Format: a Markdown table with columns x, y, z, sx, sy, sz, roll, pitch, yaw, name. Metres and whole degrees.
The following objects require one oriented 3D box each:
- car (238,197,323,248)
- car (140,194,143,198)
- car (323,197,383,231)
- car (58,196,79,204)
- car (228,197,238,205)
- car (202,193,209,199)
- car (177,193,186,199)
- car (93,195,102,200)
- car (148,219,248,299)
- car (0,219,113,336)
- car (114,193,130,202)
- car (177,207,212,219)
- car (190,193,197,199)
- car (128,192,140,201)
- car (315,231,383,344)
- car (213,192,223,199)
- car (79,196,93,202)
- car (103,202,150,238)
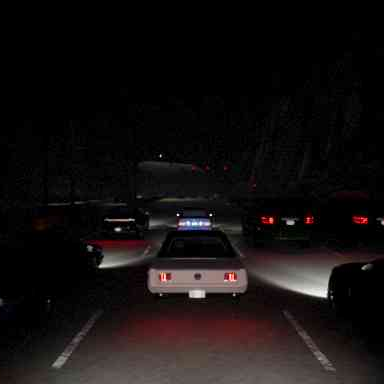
| x | y | z | sx | sy | sz | roll | pitch | yaw | name |
| --- | --- | --- | --- | --- | --- | --- | --- | --- | --- |
| 3.616 | 1.221 | 14.869 | 2.150 | 2.045 | 5.566 | 0 | 0 | 0 | car |
| -13.690 | 1.335 | 84.887 | 1.812 | 1.442 | 4.674 | 0 | 1 | 1 | car |
| 7.115 | 1.221 | 14.902 | 2.150 | 2.045 | 5.566 | 0 | 0 | 0 | car |
| -24.379 | 1.436 | 64.684 | 1.882 | 1.535 | 5.008 | 0 | 0 | 0 | car |
| 7.366 | 1.543 | 56.829 | 2.033 | 1.411 | 5.357 | 0 | 0 | -2 | car |
| 3.890 | 1.217 | 93.169 | 2.128 | 1.511 | 4.902 | 0 | 1 | 1 | car |
| -3.110 | 1.170 | 93.230 | 1.882 | 1.535 | 5.008 | 0 | 1 | 1 | car |
| -24.194 | 1.370 | 84.438 | 1.994 | 1.385 | 4.181 | 0 | 1 | 1 | car |
| 0.111 | 1.601 | 8.384 | 1.895 | 1.301 | 4.718 | 0 | 0 | 0 | car |
| -3.391 | 1.547 | 6.953 | 2.033 | 1.411 | 5.357 | 0 | 0 | 0 | car |
| -13.880 | 1.463 | 64.614 | 1.837 | 1.490 | 4.892 | 0 | 0 | 0 | car |
| 0.128 | 1.547 | 18.219 | 2.033 | 1.411 | 5.357 | 0 | 0 | 0 | car |
| 0.394 | 1.242 | 93.579 | 1.994 | 1.385 | 4.181 | 0 | 1 | 1 | car |
| -13.787 | 1.137 | 74.707 | 2.150 | 2.045 | 5.566 | 0 | 0 | 1 | car |
| 3.605 | 1.564 | 4.815 | 1.994 | 1.385 | 4.181 | 0 | 0 | 0 | car |
| 7.390 | 0.917 | 93.163 | 2.150 | 2.045 | 5.566 | 0 | 1 | 1 | car |
| -24.291 | 1.511 | 74.366 | 1.895 | 1.301 | 4.718 | 0 | 0 | 1 | car |
| -3.372 | 1.491 | 17.529 | 2.128 | 1.511 | 4.902 | 0 | 0 | 0 | car |
